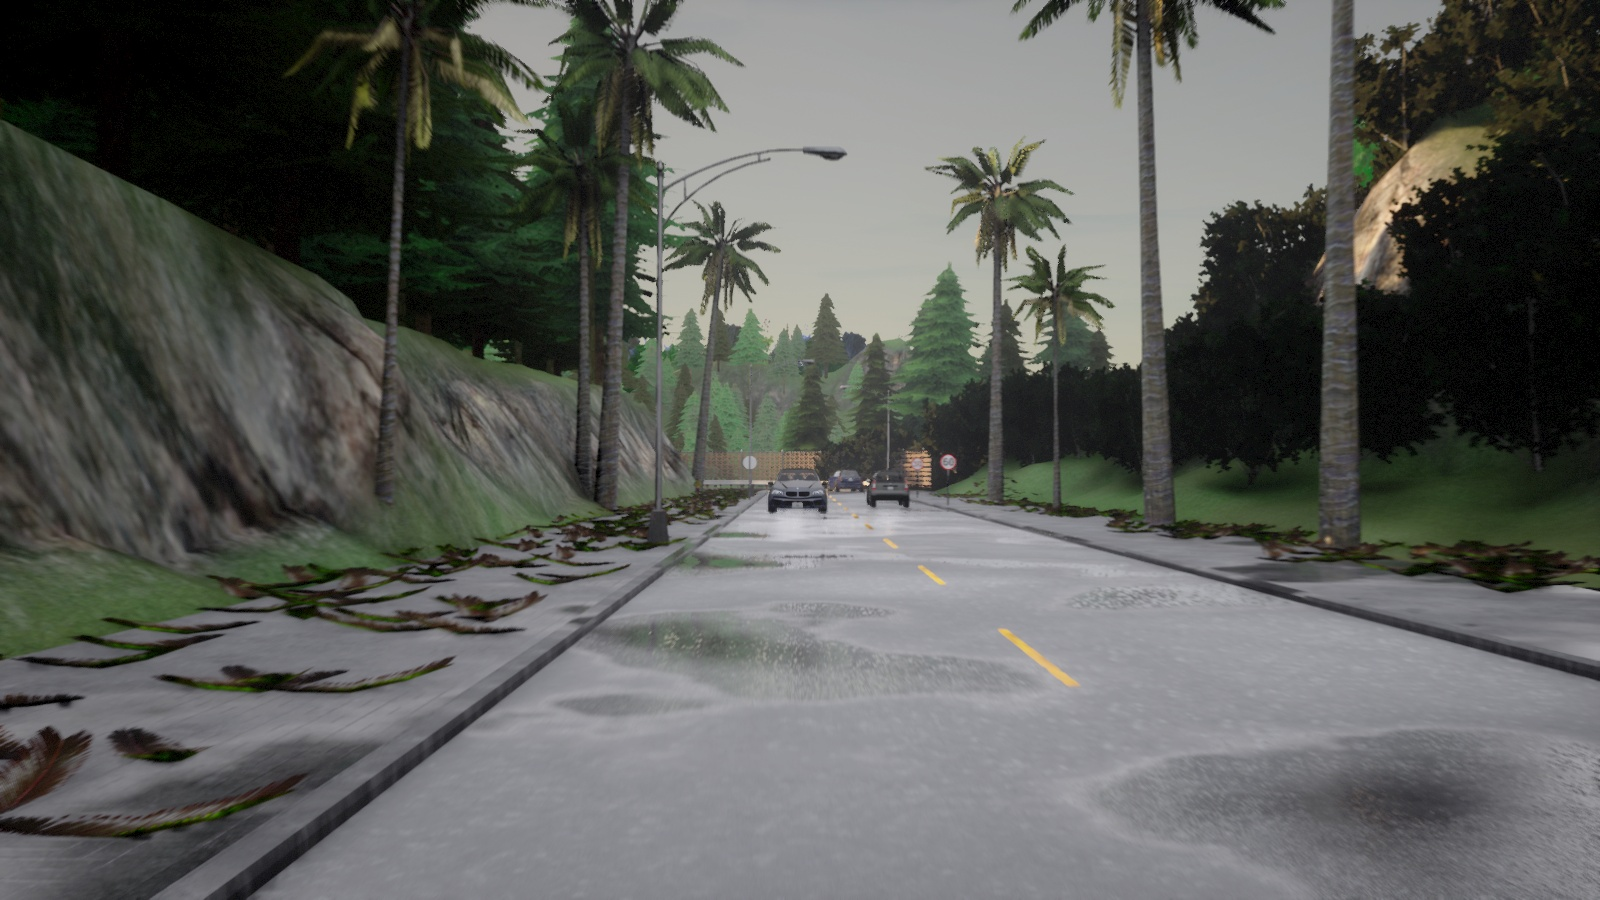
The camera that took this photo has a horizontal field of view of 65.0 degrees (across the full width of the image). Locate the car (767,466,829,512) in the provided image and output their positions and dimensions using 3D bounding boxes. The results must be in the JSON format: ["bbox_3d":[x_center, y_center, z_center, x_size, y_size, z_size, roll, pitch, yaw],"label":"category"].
[{"bbox_3d":[-0.074,1.459,47.774,2.242,1.667,4.611,0,-1,0],"label":"car"}]

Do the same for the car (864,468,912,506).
[{"bbox_3d":[3.917,1.639,56.412,1.851,1.617,3.988,0,-1,0],"label":"car"}]

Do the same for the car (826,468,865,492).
[{"bbox_3d":[3.382,2.244,94.790,2.097,1.767,4.553,0,-1,-9],"label":"car"}]
